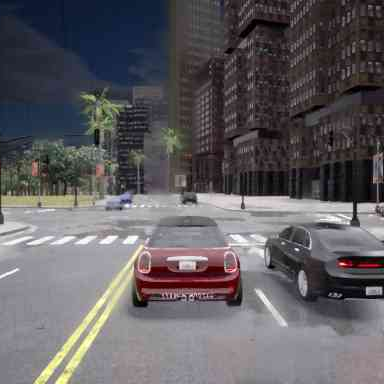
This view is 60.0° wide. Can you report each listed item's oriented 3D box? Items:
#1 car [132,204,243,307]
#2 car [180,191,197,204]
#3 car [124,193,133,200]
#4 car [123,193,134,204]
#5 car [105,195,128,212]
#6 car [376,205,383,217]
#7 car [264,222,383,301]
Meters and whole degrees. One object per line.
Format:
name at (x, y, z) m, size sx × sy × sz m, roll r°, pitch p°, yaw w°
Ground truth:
car at (-0.131, 1.351, 8.146) m, size 2.097 × 1.767 × 4.553 m, roll 0°, pitch 0°, yaw -1°
car at (-0.520, 0.902, 52.517) m, size 2.150 × 2.045 × 5.566 m, roll 0°, pitch 1°, yaw -8°
car at (-13.493, 0.988, 70.820) m, size 1.994 × 1.385 × 4.181 m, roll 0°, pitch 1°, yaw -10°
car at (-11.015, 1.108, 55.599) m, size 1.882 × 1.535 × 5.008 m, roll 0°, pitch 1°, yaw -8°
car at (-8.790, 1.404, 38.097) m, size 1.812 × 1.442 × 4.674 m, roll 0°, pitch 1°, yaw -6°
car at (17.459, 1.291, 26.845) m, size 4.553 × 1.767 × 2.097 m, roll 0°, pitch 0°, yaw 13°
car at (3.159, 1.503, 8.302) m, size 1.837 × 1.490 × 4.892 m, roll 0°, pitch 0°, yaw -1°
